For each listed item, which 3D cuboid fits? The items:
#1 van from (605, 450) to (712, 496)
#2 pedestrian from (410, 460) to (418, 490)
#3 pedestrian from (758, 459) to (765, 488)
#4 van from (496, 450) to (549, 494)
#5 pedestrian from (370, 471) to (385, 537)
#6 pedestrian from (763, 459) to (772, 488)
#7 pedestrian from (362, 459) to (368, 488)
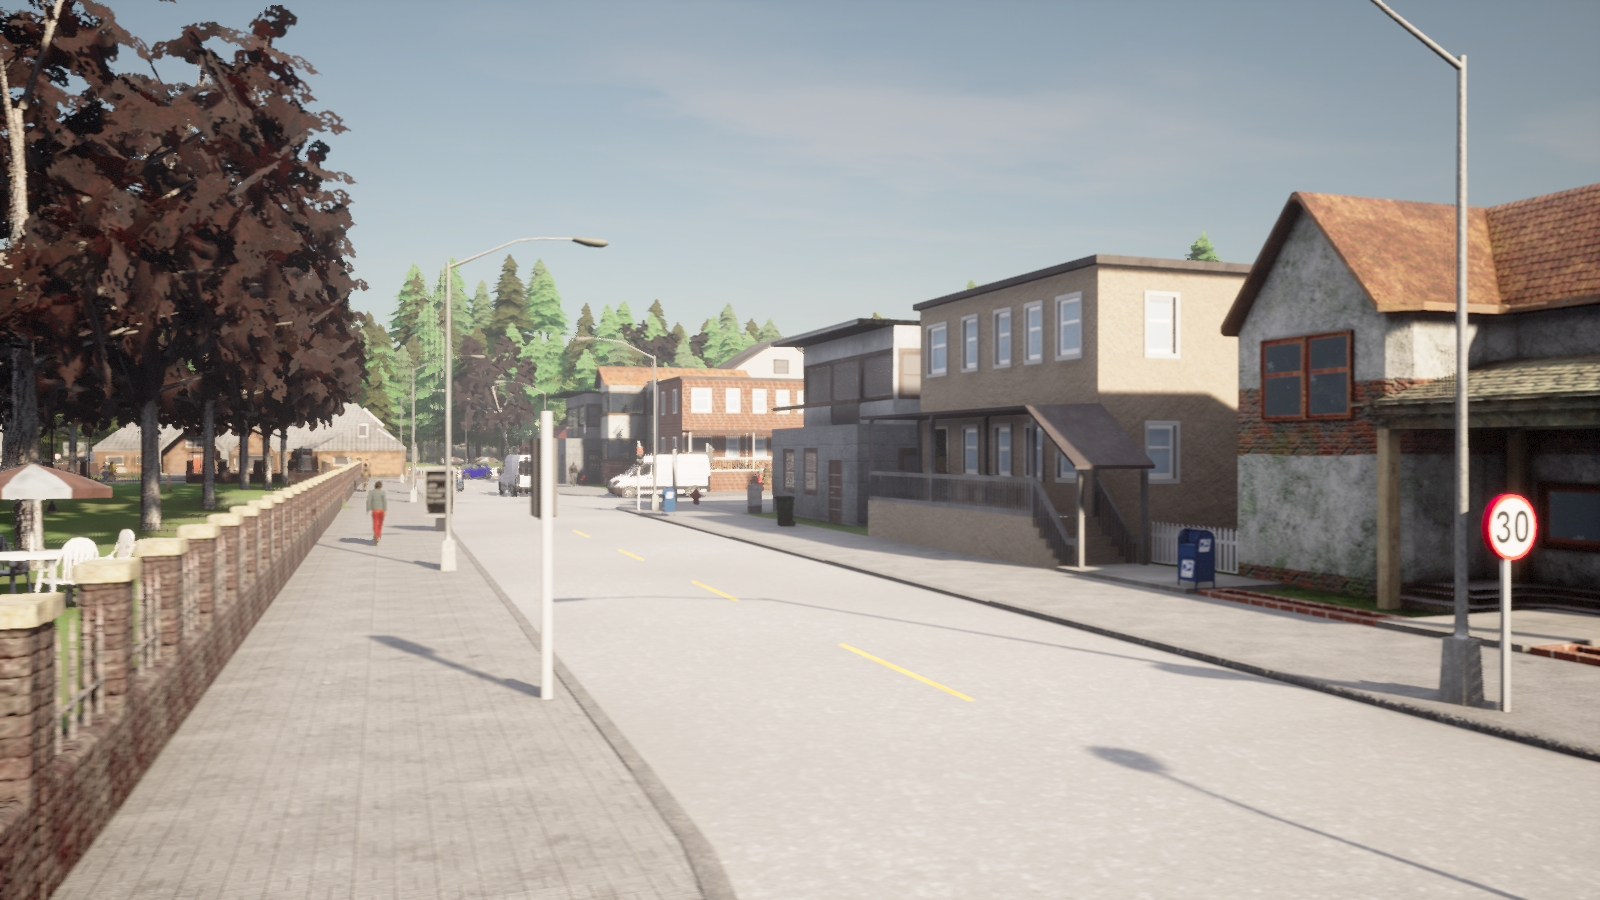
[{"bbox_3d":[-8.236,1.315,66.537,5.915,2.561,1.988,0,0,-18],"label":"van"},{"bbox_3d":[-23.517,1.525,69.598,0.375,1.860,0.375,0,0,8],"label":"pedestrian"},{"bbox_3d":[-2.521,1.516,74.126,0.375,1.860,0.375,0,0,-19],"label":"pedestrian"},{"bbox_3d":[-17.365,1.315,71.283,1.988,2.561,5.915,0,0,-26],"label":"van"},{"bbox_3d":[-11.937,1.525,32.307,0.375,1.860,0.375,0,0,-18],"label":"pedestrian"},{"bbox_3d":[-2.101,1.518,73.683,0.375,1.860,0.375,0,0,-45],"label":"pedestrian"},{"bbox_3d":[-28.168,1.525,74.007,0.375,1.860,0.375,0,0,-20],"label":"pedestrian"}]
